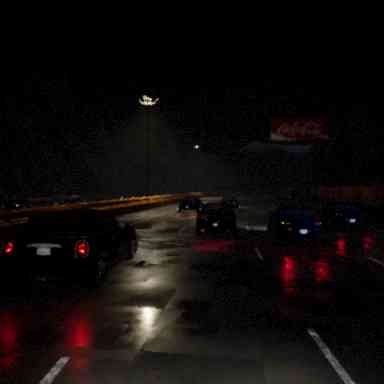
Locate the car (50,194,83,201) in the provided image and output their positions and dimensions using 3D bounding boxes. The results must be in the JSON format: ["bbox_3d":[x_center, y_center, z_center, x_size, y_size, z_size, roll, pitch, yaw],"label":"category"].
[{"bbox_3d":[-13.739,1.000,36.542,2.128,1.511,4.902,0,1,9],"label":"car"}]

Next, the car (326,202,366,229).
[{"bbox_3d":[8.732,1.303,19.717,1.812,1.442,4.674,0,1,8],"label":"car"}]

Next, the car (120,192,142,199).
[{"bbox_3d":[-8.523,0.743,47.046,2.097,1.767,4.553,0,1,9],"label":"car"}]

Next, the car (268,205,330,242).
[{"bbox_3d":[4.632,1.346,15.337,1.812,1.442,4.674,0,1,6],"label":"car"}]

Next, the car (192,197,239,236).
[{"bbox_3d":[1.333,1.267,17.170,1.882,1.535,5.008,0,1,7],"label":"car"}]

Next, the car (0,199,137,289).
[{"bbox_3d":[-2.953,1.230,9.045,2.097,1.767,4.553,0,1,4],"label":"car"}]

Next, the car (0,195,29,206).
[{"bbox_3d":[-17.946,1.043,32.226,2.128,1.511,4.902,0,1,9],"label":"car"}]

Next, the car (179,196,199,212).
[{"bbox_3d":[-0.101,1.128,31.903,1.812,1.442,4.674,0,1,8],"label":"car"}]
